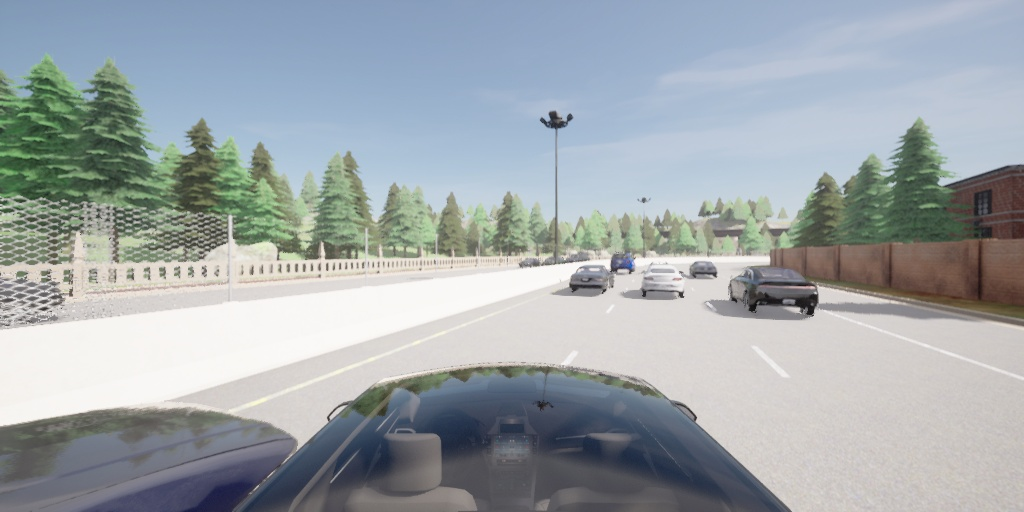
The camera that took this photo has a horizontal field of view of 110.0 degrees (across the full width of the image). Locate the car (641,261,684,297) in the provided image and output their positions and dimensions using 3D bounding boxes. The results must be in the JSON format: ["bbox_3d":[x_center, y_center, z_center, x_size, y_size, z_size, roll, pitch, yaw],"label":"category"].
[{"bbox_3d":[7.586,1.176,18.129,1.812,1.442,4.674,0,0,22],"label":"car"}]

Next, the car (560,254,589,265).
[{"bbox_3d":[8.771,0.690,48.130,2.150,2.045,5.566,0,0,28],"label":"car"}]

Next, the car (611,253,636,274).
[{"bbox_3d":[11.536,0.755,37.200,2.150,2.045,5.566,0,0,23],"label":"car"}]

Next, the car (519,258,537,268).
[{"bbox_3d":[2.689,0.995,51.609,1.812,1.442,4.674,0,0,28],"label":"car"}]

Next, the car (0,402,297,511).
[{"bbox_3d":[-3.209,1.307,0.489,2.033,1.411,5.357,0,0,22],"label":"car"}]

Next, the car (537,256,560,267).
[{"bbox_3d":[5.728,0.819,49.863,2.097,1.767,4.553,0,1,28],"label":"car"}]

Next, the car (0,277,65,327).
[{"bbox_3d":[-15.104,1.209,8.996,2.128,1.511,4.902,0,0,22],"label":"car"}]

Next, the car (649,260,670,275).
[{"bbox_3d":[14.890,1.143,36.144,1.895,1.301,4.718,0,0,23],"label":"car"}]

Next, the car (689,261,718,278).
[{"bbox_3d":[16.675,1.116,31.377,2.033,1.411,5.357,0,0,22],"label":"car"}]

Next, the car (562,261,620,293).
[{"bbox_3d":[4.525,1.190,19.865,2.033,1.411,5.357,0,0,22],"label":"car"}]

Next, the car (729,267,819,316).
[{"bbox_3d":[9.434,1.169,13.281,2.128,1.511,4.902,0,0,22],"label":"car"}]
